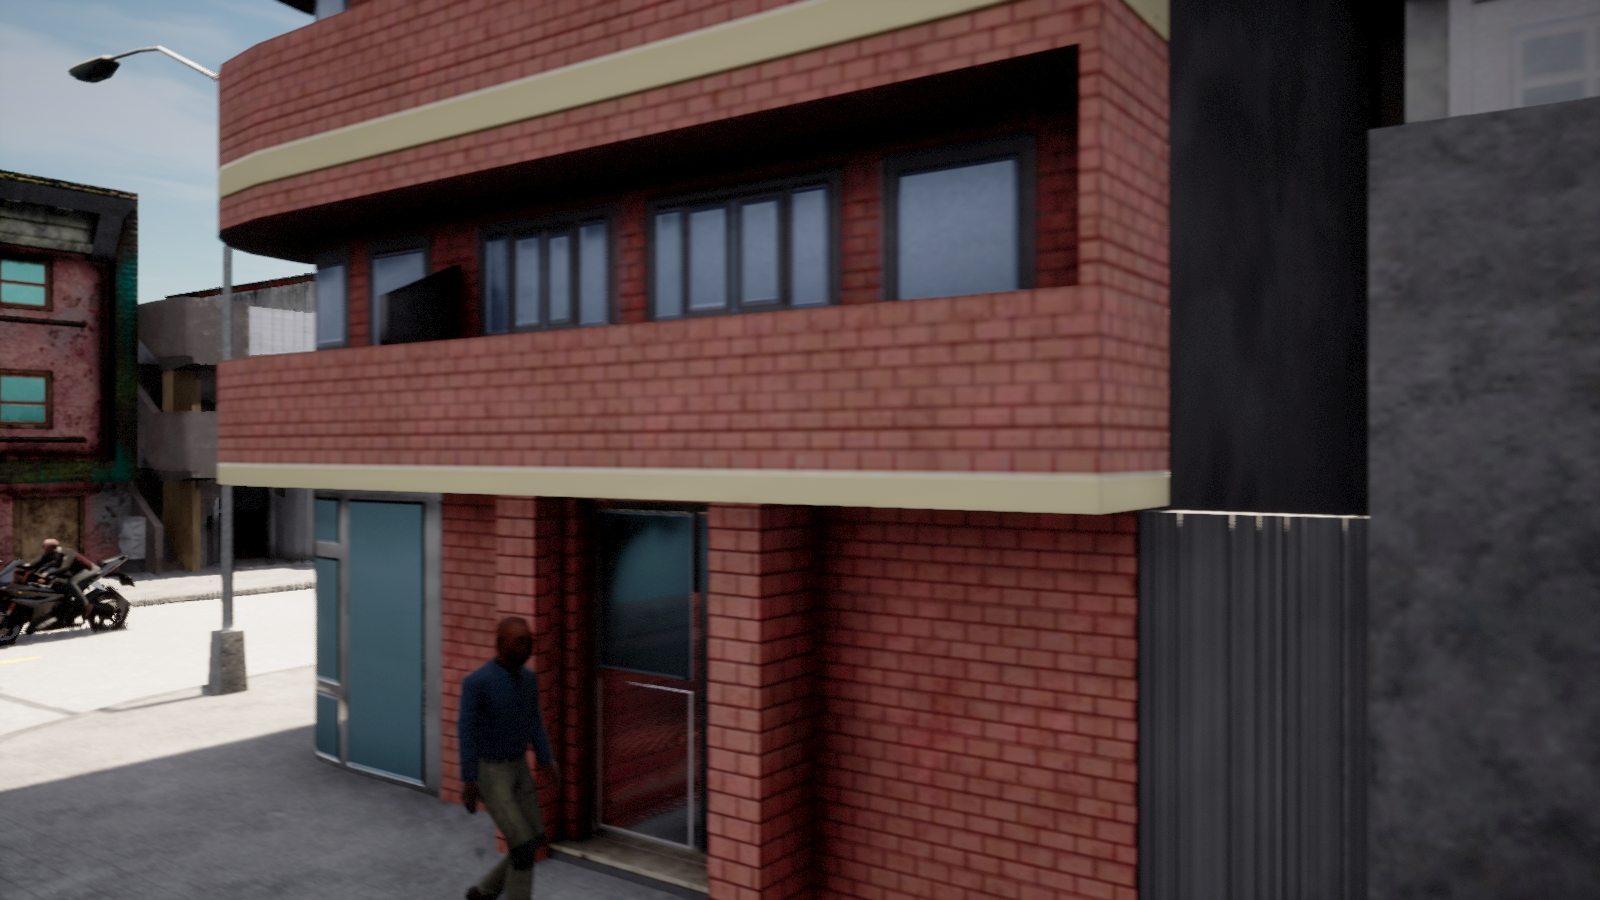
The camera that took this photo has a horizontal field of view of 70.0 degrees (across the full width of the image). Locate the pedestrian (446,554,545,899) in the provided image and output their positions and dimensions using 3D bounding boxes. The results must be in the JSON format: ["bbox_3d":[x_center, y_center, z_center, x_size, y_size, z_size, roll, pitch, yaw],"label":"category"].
[{"bbox_3d":[-1.676,1.524,6.299,0.375,1.860,0.375,0,0,26],"label":"pedestrian"}]

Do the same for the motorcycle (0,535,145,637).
[{"bbox_3d":[-11.080,1.985,16.988,0.867,1.251,2.209,0,0,28],"label":"motorcycle"}]
